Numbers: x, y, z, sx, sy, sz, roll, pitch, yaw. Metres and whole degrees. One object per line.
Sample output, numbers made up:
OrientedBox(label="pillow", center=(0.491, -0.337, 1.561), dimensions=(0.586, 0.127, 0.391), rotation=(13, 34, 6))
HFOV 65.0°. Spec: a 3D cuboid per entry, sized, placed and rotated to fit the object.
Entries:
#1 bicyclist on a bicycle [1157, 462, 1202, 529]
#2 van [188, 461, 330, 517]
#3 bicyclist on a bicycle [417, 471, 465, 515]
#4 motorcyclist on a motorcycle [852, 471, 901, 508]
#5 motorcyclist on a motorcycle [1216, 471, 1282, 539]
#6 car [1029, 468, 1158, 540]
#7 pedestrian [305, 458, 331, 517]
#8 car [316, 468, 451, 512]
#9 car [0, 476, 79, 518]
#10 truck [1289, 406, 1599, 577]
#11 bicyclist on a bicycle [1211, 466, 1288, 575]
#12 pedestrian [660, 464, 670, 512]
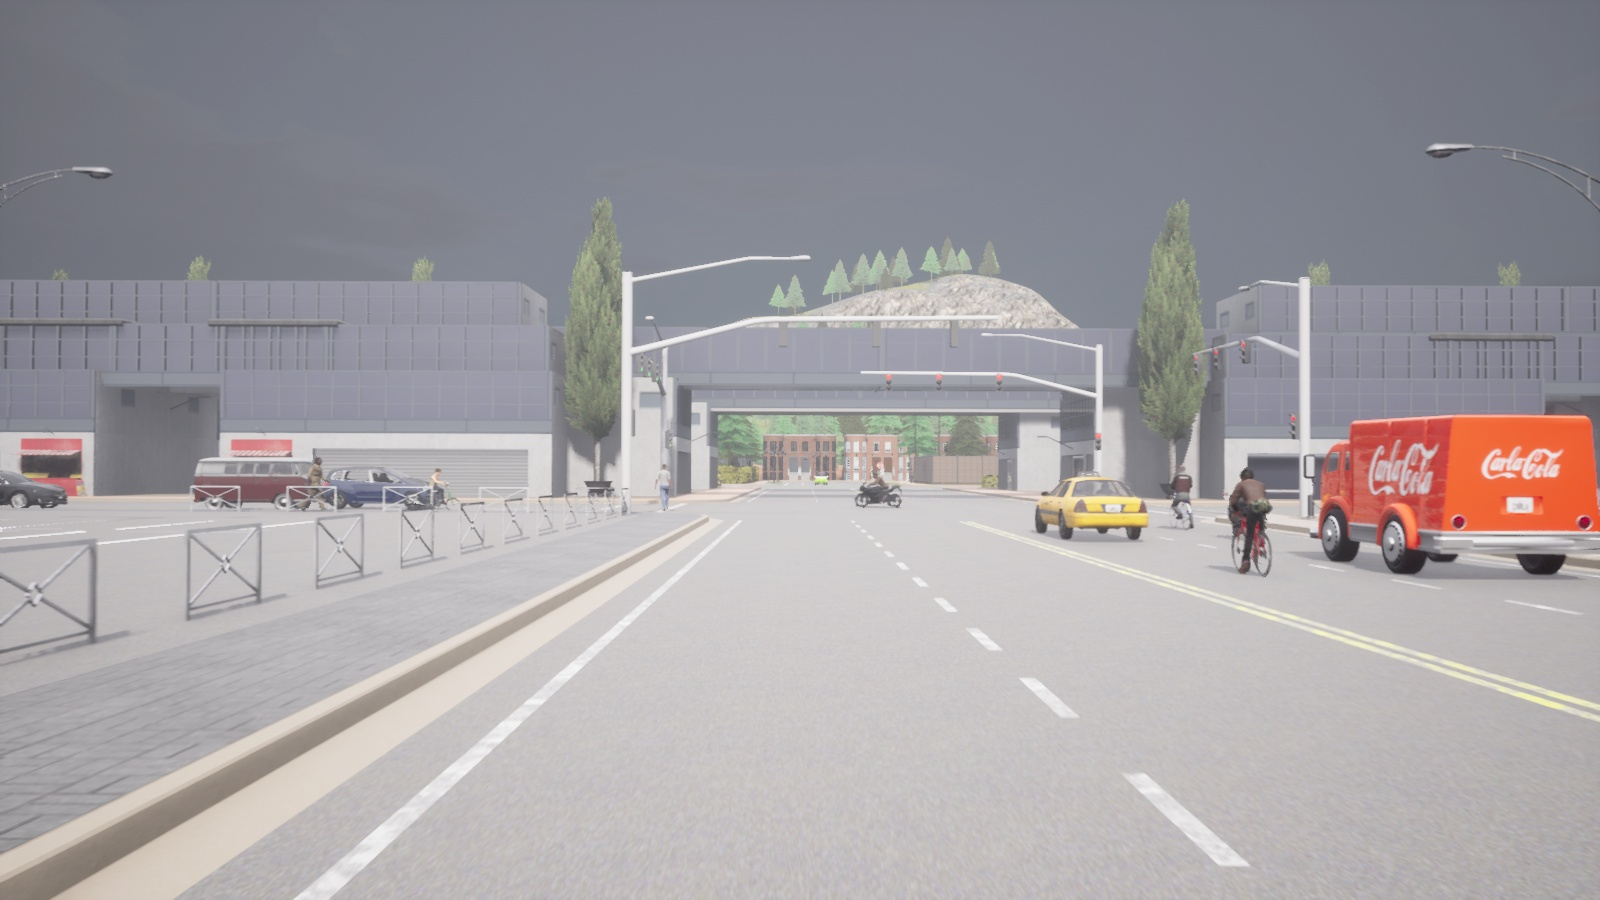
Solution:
OrientedBox(label="bicyclist on a bicycle", center=(10.416, 1.221, 34.499), dimensions=(0.659, 1.776, 1.843), rotation=(0, -1, 0))
OrientedBox(label="van", center=(-19.890, 1.422, 46.281), dimensions=(4.442, 1.987, 1.775), rotation=(0, -1, 1))
OrientedBox(label="bicyclist on a bicycle", center=(-13.185, 1.576, 46.153), dimensions=(1.509, 1.612, 0.866), rotation=(0, -1, 1))
OrientedBox(label="motorcyclist on a motorcycle", center=(3.234, 1.674, 53.153), dimensions=(2.044, 1.523, 0.797), rotation=(0, -1, -1))
OrientedBox(label="motorcyclist on a motorcycle", center=(10.429, 1.245, 29.251), dimensions=(0.797, 1.523, 2.044), rotation=(0, -1, 0))
OrientedBox(label="car", center=(6.927, 1.232, 30.224), dimensions=(1.801, 1.575, 5.366), rotation=(0, -1, 0))
OrientedBox(label="pedestrian", center=(-15.870, 1.229, 41.378), dimensions=(0.692, 1.930, 0.396), rotation=(0, -1, -1))
OrientedBox(label="car", center=(-16.429, 1.557, 49.700), dimensions=(4.611, 1.667, 2.242), rotation=(0, -1, 1))
OrientedBox(label="car", center=(-29.681, 1.716, 46.535), dimensions=(4.892, 1.490, 1.837), rotation=(0, -1, 2))
OrientedBox(label="truck", center=(10.447, 0.638, 20.801), dimensions=(2.627, 2.467, 5.204), rotation=(0, -1, 0))
OrientedBox(label="bicyclist on a bicycle", center=(6.952, 1.066, 19.490), dimensions=(0.582, 1.620, 1.656), rotation=(0, -1, 0))
OrientedBox(label="pedestrian", center=(-5.222, 1.450, 48.593), dimensions=(0.354, 1.836, 0.706), rotation=(0, -1, -2))
